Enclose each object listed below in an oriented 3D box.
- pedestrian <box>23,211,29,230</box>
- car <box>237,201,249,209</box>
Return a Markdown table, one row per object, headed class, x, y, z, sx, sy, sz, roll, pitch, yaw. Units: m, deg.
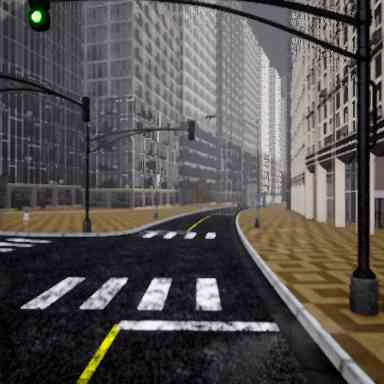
| class | x | y | z | sx | sy | sz | roll | pitch | yaw |
| --- | --- | --- | --- | --- | --- | --- | --- | --- | --- |
| pedestrian | -9.452 | 1.586 | 18.929 | 0.500 | 1.100 | 0.500 | 0 | -1 | 17 |
| car | 10.341 | 2.603 | 67.086 | 1.882 | 1.535 | 5.008 | 0 | -1 | 18 |
